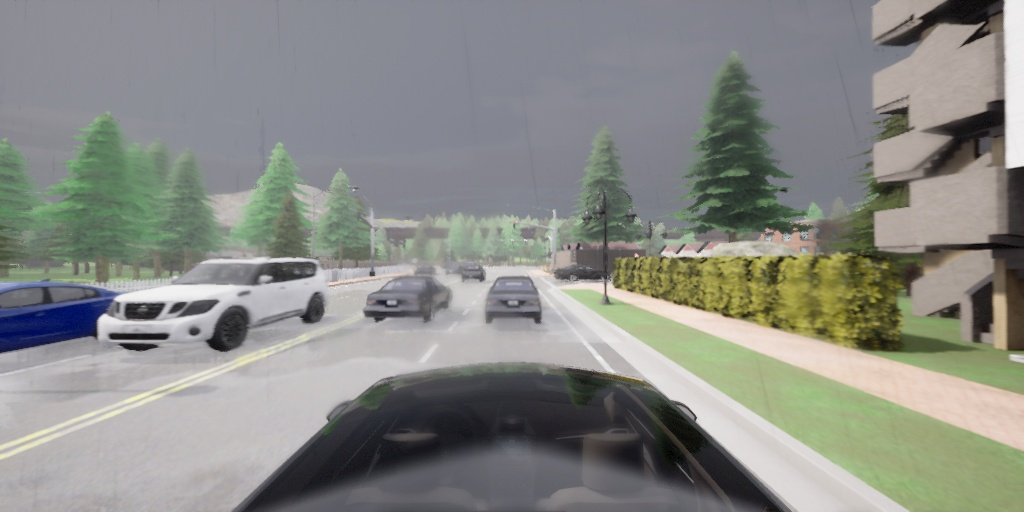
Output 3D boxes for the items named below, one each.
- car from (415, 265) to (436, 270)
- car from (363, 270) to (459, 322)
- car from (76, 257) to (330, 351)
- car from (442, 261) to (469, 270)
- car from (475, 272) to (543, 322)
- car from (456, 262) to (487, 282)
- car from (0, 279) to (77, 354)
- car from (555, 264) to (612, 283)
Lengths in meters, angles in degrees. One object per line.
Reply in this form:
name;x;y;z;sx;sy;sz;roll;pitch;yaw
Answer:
car;-10.602;1.752;44.198;1.994;1.385;4.181;0;-1;0
car;-3.437;1.412;12.832;2.033;1.411;5.357;0;-1;0
car;-7.085;1.050;9.550;2.150;2.045;5.566;0;0;0
car;-7.103;1.685;44.651;2.128;1.511;4.902;0;-1;0
car;0.061;1.411;12.715;2.033;1.411;5.357;0;-1;0
car;-3.424;1.563;32.786;2.128;1.511;4.902;0;-1;0
car;-10.588;1.285;7.317;1.882;1.535;5.008;0;-1;0
car;6.289;1.499;31.404;5.008;1.535;1.882;0;-2;-15
